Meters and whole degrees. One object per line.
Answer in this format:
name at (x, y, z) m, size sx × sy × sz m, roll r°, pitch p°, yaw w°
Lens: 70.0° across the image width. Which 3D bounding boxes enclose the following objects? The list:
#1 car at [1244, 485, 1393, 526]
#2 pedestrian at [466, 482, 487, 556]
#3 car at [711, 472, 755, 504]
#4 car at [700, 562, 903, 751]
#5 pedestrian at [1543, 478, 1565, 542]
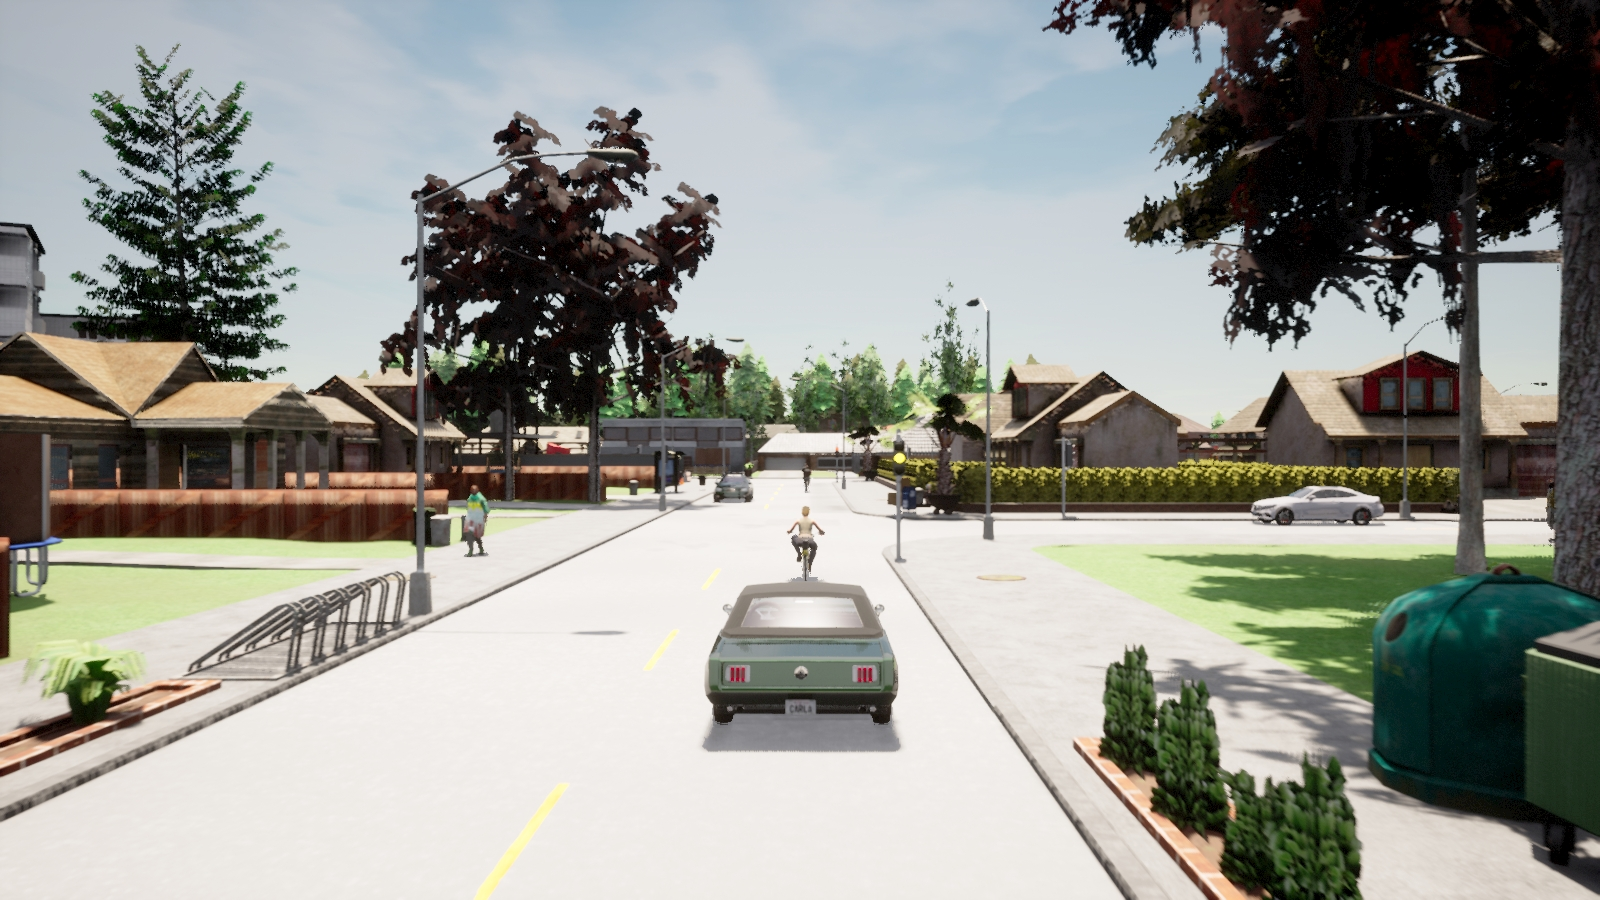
car at (19.397, 2.081, 42.910) m, size 4.674 × 1.442 × 2.002 m, roll 0°, pitch 0°, yaw 0°
pedestrian at (-8.224, 1.742, 29.055) m, size 0.375 × 1.860 × 0.375 m, roll 0°, pitch 0°, yaw 10°
car at (-3.604, 2.036, 62.373) m, size 2.038 × 1.542 × 4.974 m, roll 0°, pitch 0°, yaw 1°
car at (0.037, 2.155, 13.019) m, size 1.895 × 1.301 × 4.718 m, roll 0°, pitch 0°, yaw 1°
pedestrian at (21.990, 1.742, 33.319) m, size 0.375 × 1.860 × 0.375 m, roll 0°, pitch 0°, yaw 0°
